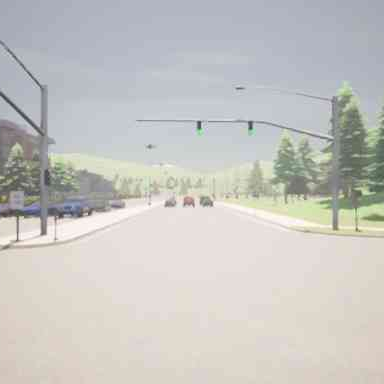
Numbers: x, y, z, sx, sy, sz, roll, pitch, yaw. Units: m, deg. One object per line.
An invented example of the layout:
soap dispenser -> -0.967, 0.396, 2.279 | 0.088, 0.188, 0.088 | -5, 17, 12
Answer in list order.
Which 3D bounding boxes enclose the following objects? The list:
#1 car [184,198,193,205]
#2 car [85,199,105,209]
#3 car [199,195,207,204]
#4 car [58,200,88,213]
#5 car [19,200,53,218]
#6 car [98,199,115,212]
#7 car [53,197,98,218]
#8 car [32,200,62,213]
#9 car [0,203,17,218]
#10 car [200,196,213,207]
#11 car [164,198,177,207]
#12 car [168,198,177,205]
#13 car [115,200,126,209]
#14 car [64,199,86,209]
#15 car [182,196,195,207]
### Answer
car -> -0.739, 2.033, 71.862 | 1.837, 1.490, 4.892 | 0, 0, -1
car -> -15.483, 1.901, 53.291 | 1.882, 1.535, 5.008 | 0, 0, 0
car -> 2.760, 1.764, 71.959 | 2.150, 2.045, 5.566 | 0, 0, -1
car -> -15.392, 1.835, 43.236 | 2.128, 1.511, 4.902 | 0, 0, -1
car -> -15.263, 1.747, 33.832 | 1.882, 1.535, 5.008 | 0, 0, -1
car -> -11.897, 1.852, 43.693 | 1.837, 1.490, 4.892 | 0, 0, -1
car -> -11.767, 1.492, 34.016 | 2.150, 2.045, 5.566 | 0, 0, -1
car -> -18.894, 1.824, 43.631 | 1.882, 1.535, 5.008 | 0, 0, -1
car -> -18.765, 1.817, 33.900 | 2.033, 1.411, 5.357 | 0, 0, -1
car -> 2.916, 1.994, 61.733 | 1.837, 1.490, 4.892 | 0, 0, -1
car -> -4.077, 2.033, 61.190 | 2.033, 1.411, 5.357 | 0, 0, -1
car -> -4.238, 2.057, 71.809 | 1.812, 1.442, 4.674 | 0, 0, -1
car -> -11.995, 1.976, 53.987 | 2.033, 1.411, 5.357 | 0, 0, 0
car -> -18.980, 1.934, 54.064 | 1.837, 1.490, 4.892 | 0, 0, -1
car -> -0.578, 1.707, 61.312 | 2.150, 2.045, 5.566 | 0, 0, -1
